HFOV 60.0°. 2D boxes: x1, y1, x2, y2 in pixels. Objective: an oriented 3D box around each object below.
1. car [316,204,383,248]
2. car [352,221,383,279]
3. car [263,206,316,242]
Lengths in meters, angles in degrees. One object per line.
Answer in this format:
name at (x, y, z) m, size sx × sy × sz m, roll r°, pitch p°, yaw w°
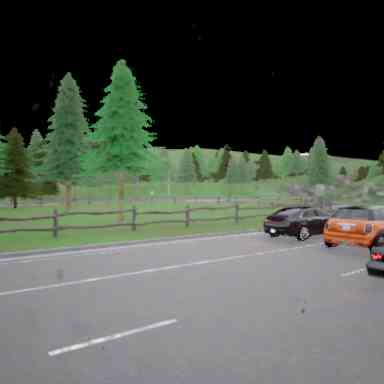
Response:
car at (7.349, 1.324, 13.326) m, size 4.553 × 1.767 × 2.097 m, roll 0°, pitch 0°, yaw -35°
car at (6.581, 1.528, 8.510) m, size 5.357 × 1.411 × 2.033 m, roll 0°, pitch 0°, yaw -35°
car at (5.628, 1.479, 16.395) m, size 4.892 × 1.490 × 1.837 m, roll -1°, pitch 0°, yaw -35°
